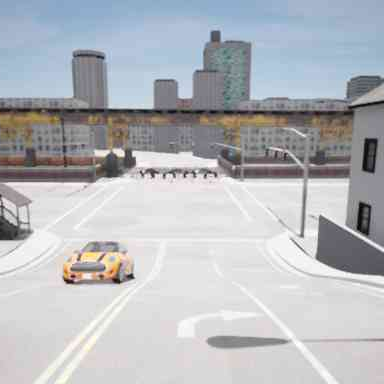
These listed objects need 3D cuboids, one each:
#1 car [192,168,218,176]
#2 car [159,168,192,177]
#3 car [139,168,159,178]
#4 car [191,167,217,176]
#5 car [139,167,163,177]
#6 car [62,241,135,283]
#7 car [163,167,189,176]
[{"bbox_3d":[2.368,-3.722,62.666,4.974,1.542,2.038,6,11,28],"label":"car"},{"bbox_3d":[-3.001,-3.597,61.899,4.974,1.542,2.038,-7,12,-36],"label":"car"},{"bbox_3d":[-7.609,-3.605,61.898,4.974,1.542,2.038,10,14,43],"label":"car"},{"bbox_3d":[2.322,-3.881,62.663,4.536,1.218,1.853,6,11,28],"label":"car"},{"bbox_3d":[-7.646,-3.767,61.906,4.536,1.218,1.853,10,14,43],"label":"car"},{"bbox_3d":[-3.735,2.836,14.069,2.097,1.767,4.553,0,-11,-1],"label":"car"},{"bbox_3d":[-2.959,-3.757,61.903,4.536,1.218,1.853,-7,12,-36],"label":"car"}]
